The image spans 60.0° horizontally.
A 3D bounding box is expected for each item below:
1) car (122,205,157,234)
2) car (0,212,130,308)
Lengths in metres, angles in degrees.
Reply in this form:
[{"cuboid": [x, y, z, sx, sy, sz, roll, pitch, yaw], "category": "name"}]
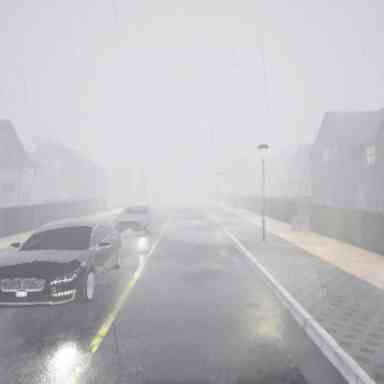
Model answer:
[{"cuboid": [-3.038, 1.442, 18.714, 2.033, 1.411, 5.357, 0, 0, -1], "category": "car"}, {"cuboid": [-2.929, 1.465, 8.069, 1.837, 1.490, 4.892, 0, 0, -1], "category": "car"}]
